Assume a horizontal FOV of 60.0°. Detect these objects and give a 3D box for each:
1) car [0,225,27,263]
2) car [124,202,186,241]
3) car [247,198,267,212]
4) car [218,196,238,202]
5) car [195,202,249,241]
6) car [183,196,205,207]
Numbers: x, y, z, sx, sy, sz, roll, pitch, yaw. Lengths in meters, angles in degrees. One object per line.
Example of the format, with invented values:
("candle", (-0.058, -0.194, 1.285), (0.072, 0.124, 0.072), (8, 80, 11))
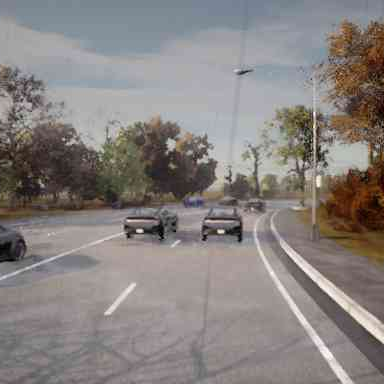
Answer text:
("car", (-6.520, 1.529, 9.200), (1.994, 1.385, 4.181), (0, 0, 5))
("car", (-1.889, 1.466, 16.747), (2.128, 1.511, 4.902), (0, 0, 9))
("car", (7.282, 1.499, 37.934), (1.837, 1.490, 4.892), (0, 0, 20))
("car", (5.604, 1.437, 51.990), (1.882, 1.535, 5.008), (0, 0, 27))
("car", (1.624, 1.482, 16.611), (2.128, 1.511, 4.902), (0, 0, 9))
("car", (0.311, 1.410, 49.001), (1.882, 1.535, 5.008), (0, 0, 24))
